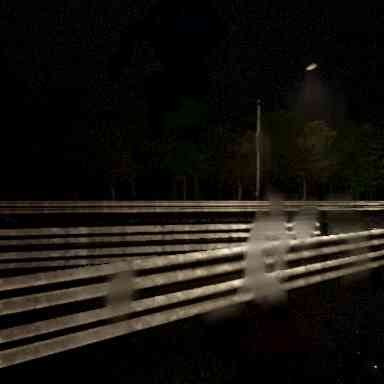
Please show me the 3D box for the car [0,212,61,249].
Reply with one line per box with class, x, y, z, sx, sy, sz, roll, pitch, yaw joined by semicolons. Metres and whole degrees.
car;-7.309;1.360;11.507;5.357;1.411;2.033;1;0;-19
